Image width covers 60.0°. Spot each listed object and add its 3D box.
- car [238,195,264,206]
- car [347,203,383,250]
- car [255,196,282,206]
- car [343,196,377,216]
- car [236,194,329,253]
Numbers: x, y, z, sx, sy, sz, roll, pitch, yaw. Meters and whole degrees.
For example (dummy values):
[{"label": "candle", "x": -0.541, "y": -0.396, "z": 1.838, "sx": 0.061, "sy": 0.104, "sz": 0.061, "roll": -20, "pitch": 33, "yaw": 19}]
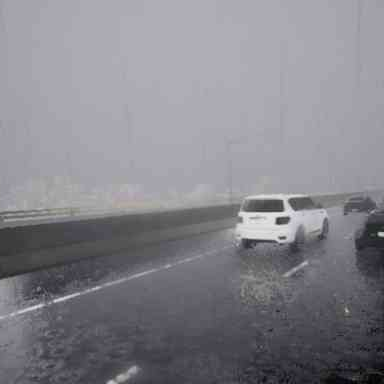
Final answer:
[{"label": "car", "x": 8.882, "y": 1.289, "z": 49.932, "sx": 1.994, "sy": 1.385, "sz": 4.181, "roll": -2, "pitch": 0, "yaw": 37}, {"label": "car", "x": 7.425, "y": 1.307, "z": 12.429, "sx": 1.994, "sy": 1.385, "sz": 4.181, "roll": -2, "pitch": 0, "yaw": 36}, {"label": "car", "x": 10.846, "y": 1.254, "z": 46.746, "sx": 1.895, "sy": 1.301, "sz": 4.718, "roll": -2, "pitch": 0, "yaw": 37}, {"label": "car", "x": 13.388, "y": 1.049, "z": 26.473, "sx": 1.837, "sy": 1.490, "sz": 4.892, "roll": -2, "pitch": 0, "yaw": 37}, {"label": "car", "x": 3.814, "y": 1.088, "z": 13.435, "sx": 2.150, "sy": 2.045, "sz": 5.566, "roll": -2, "pitch": 0, "yaw": 36}]
